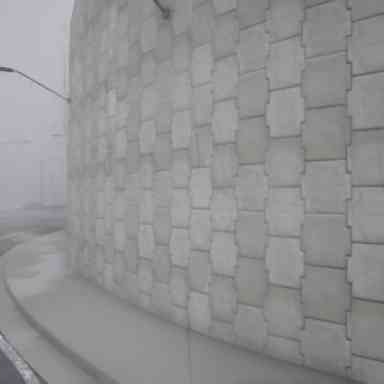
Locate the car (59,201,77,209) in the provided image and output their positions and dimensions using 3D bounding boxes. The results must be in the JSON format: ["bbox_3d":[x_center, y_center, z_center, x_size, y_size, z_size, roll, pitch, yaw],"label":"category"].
[{"bbox_3d":[-26.948,2.811,72.403,1.837,1.490,4.892,1,-1,1],"label":"car"}]

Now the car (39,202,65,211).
[{"bbox_3d":[-23.706,2.618,57.063,1.895,1.301,4.718,1,-1,1],"label":"car"}]

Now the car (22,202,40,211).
[{"bbox_3d":[-27.205,2.467,56.960,2.128,1.511,4.902,1,-1,1],"label":"car"}]
